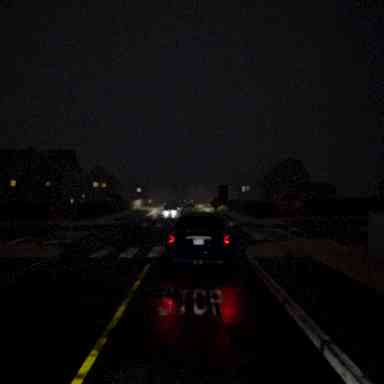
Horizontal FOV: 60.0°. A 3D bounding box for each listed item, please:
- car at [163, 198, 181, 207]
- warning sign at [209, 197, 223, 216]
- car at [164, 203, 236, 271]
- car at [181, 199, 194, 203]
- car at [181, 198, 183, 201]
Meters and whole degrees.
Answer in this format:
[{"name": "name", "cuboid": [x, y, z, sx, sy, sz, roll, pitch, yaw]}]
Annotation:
[{"name": "car", "cuboid": [-3.238, 2.016, 50.501, 2.128, 1.511, 4.902, 0, -1, -1]}, {"name": "warning sign", "cuboid": [2.392, 1.425, 33.300, 1.300, 1.860, 1.060, 2, 1, -1]}, {"name": "car", "cuboid": [0.393, 1.441, 11.468, 2.097, 1.767, 4.553, 0, -1, 6]}, {"name": "car", "cuboid": [-0.532, 2.298, 62.107, 1.895, 1.301, 4.718, 0, -1, 0]}, {"name": "car", "cuboid": [-3.400, 2.180, 66.994, 1.895, 1.301, 4.718, 0, -1, -1]}]
